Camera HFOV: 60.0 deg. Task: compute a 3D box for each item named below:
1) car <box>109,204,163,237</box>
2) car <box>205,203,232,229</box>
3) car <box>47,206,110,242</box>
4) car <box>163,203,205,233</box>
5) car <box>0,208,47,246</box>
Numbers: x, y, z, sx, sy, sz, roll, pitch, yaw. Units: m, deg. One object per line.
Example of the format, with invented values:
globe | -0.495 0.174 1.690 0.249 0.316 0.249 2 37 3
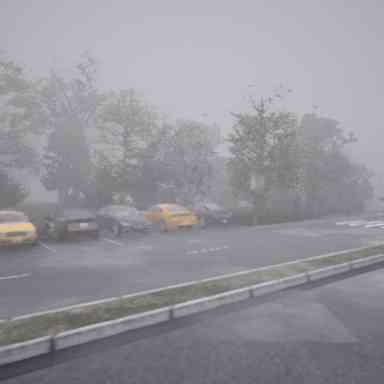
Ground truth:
car | -3.957 1.496 18.437 2.231 1.521 4.892 -1 0 -36
car | 0.530 1.454 21.631 2.231 1.521 4.892 -1 0 -36
car | -6.208 1.544 16.855 2.163 1.488 4.792 0 0 -36
car | -1.711 1.475 20.029 2.097 1.535 5.008 -1 0 -36
car | -8.328 1.525 15.075 1.946 1.575 5.366 0 0 -36
